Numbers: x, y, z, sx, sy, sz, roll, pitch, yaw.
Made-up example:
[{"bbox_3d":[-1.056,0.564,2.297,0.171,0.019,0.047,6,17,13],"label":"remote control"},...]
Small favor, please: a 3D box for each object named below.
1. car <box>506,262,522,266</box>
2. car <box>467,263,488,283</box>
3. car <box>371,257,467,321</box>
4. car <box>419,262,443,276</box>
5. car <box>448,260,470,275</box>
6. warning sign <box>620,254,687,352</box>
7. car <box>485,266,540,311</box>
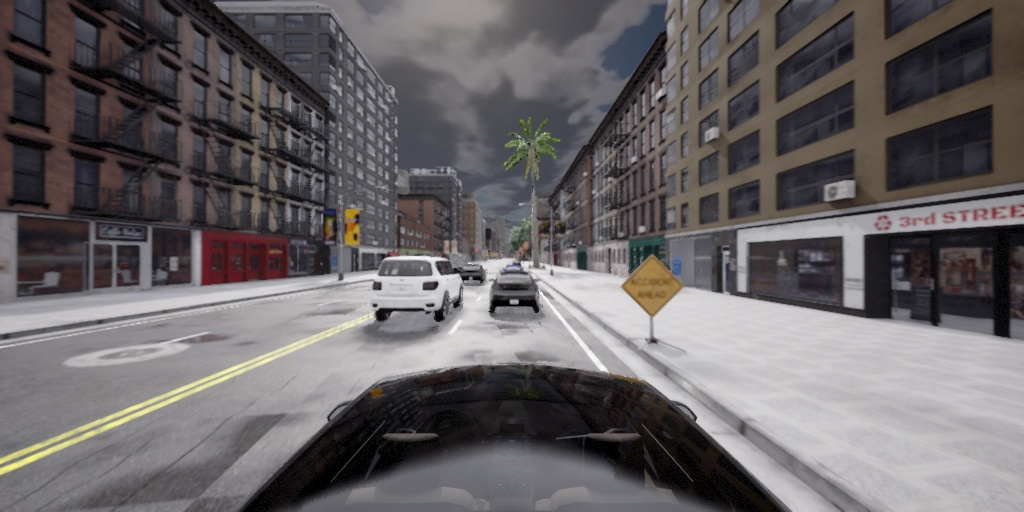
[{"bbox_3d":[0.096,1.469,31.205,1.812,1.442,4.674,0,0,0],"label":"car"},{"bbox_3d":[-3.156,1.442,29.945,1.837,1.490,4.892,0,0,0],"label":"car"},{"bbox_3d":[-3.163,1.041,12.983,2.150,2.045,5.566,0,0,0],"label":"car"},{"bbox_3d":[-9.829,1.536,44.112,1.837,1.490,4.892,0,0,0],"label":"car"},{"bbox_3d":[-6.576,1.391,45.362,2.097,1.767,4.553,0,0,0],"label":"car"},{"bbox_3d":[2.850,0.897,7.325,1.300,1.860,1.060,0,0,0],"label":"warning sign"},{"bbox_3d":[0.090,1.337,14.796,1.837,1.490,4.892,0,0,0],"label":"car"}]
